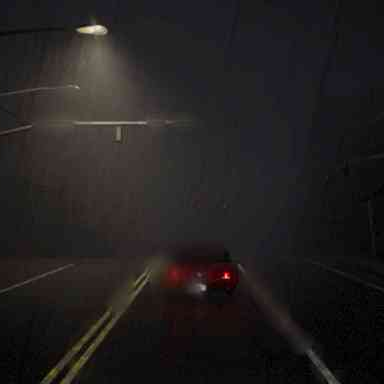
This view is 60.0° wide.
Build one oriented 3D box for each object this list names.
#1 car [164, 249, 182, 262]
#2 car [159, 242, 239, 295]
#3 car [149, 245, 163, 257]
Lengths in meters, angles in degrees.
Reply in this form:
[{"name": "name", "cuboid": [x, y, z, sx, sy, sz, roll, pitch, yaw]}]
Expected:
[{"name": "car", "cuboid": [-2.624, 8.974, 46.767, 2.097, 1.767, 4.553, 0, -12, 2]}, {"name": "car", "cuboid": [0.249, 2.203, 10.330, 1.895, 1.301, 4.718, 0, -4, 1]}, {"name": "car", "cuboid": [-2.984, 5.893, 32.219, 2.128, 1.511, 4.902, 0, -13, 1]}]
